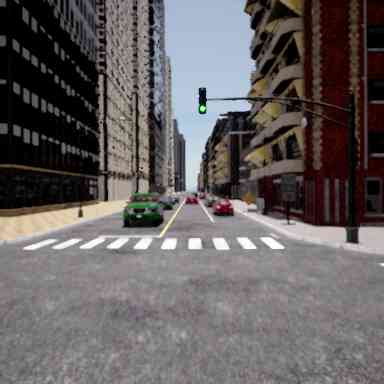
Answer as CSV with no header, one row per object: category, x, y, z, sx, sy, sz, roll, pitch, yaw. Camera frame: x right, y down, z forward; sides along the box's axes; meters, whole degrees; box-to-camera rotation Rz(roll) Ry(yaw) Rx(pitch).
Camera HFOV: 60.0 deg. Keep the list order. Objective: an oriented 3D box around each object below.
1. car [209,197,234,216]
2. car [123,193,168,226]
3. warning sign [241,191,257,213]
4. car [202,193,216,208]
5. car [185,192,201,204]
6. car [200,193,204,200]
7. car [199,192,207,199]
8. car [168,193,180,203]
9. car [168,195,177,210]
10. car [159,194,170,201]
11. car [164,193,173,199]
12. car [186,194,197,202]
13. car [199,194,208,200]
car,2.721,1.341,29.403,1.802,1.307,4.206,0,0,0
car,-3.119,1.075,22.351,2.150,2.045,5.566,0,0,0
warning sign,5.041,0.855,29.516,1.300,1.860,1.060,-1,0,0
car,2.663,1.223,42.319,2.008,1.369,4.403,0,0,0
car,-0.032,1.193,51.966,1.994,1.385,4.181,0,0,0
car,2.660,1.185,47.967,2.008,1.369,4.403,0,0,0
car,2.640,0.856,81.858,1.967,1.590,4.097,0,0,0
car,-3.040,1.120,55.909,2.128,1.511,4.902,0,0,0
car,-3.113,1.317,37.115,1.994,1.385,4.181,0,0,0
car,-5.733,1.103,70.557,2.008,1.369,4.403,0,0,0
car,-5.740,1.026,81.854,1.887,1.381,4.507,0,0,0
car,-0.038,1.127,62.001,1.994,1.385,4.181,0,0,0
car,2.644,1.033,76.210,1.802,1.307,4.206,0,0,0
